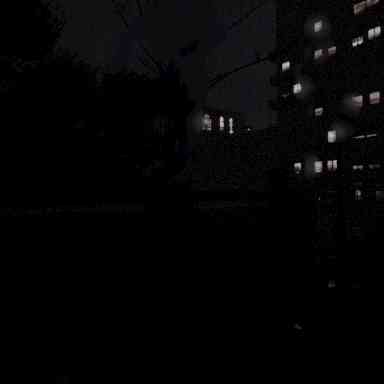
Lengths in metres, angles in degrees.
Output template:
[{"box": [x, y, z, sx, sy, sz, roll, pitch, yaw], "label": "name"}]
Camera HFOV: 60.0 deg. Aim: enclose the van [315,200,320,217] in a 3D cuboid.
[{"box": [10.434, 1.646, 32.600, 1.690, 1.788, 3.998, -1, 0, -36], "label": "van"}]
